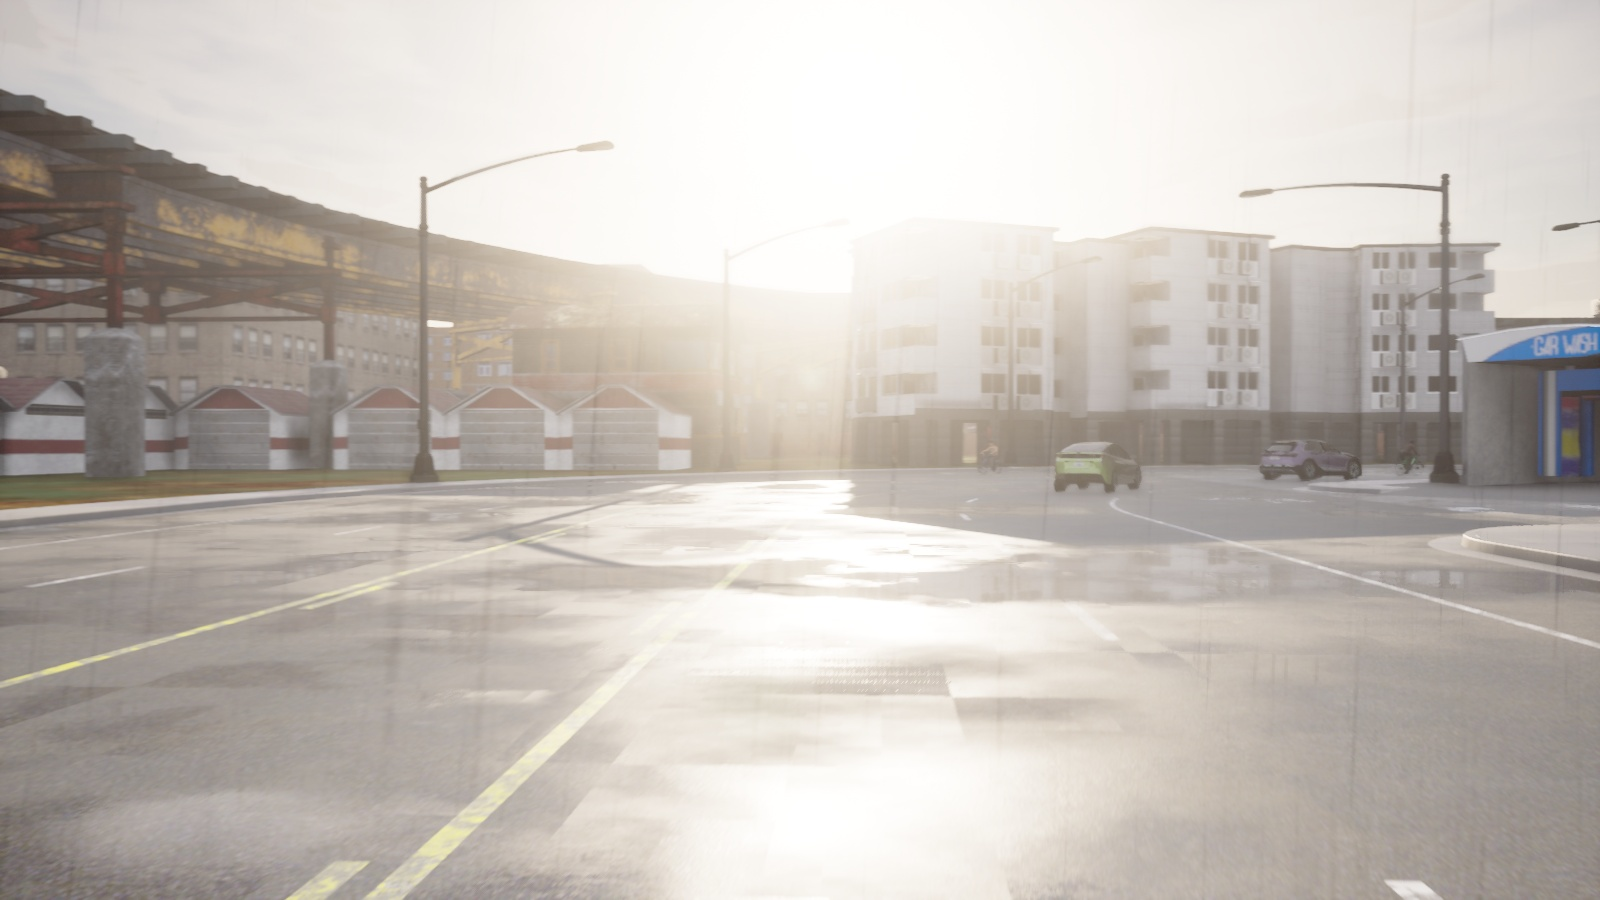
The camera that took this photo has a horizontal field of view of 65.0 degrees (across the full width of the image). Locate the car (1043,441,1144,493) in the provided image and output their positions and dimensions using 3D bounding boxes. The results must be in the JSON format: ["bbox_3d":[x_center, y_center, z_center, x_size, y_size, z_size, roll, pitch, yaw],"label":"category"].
[{"bbox_3d":[9.195,0.486,39.083,2.007,1.525,4.514,0,0,28],"label":"car"}]

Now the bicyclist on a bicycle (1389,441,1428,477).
[{"bbox_3d":[27.850,0.415,57.515,1.656,1.620,0.582,0,1,-18],"label":"bicyclist on a bicycle"}]

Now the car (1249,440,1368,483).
[{"bbox_3d":[20.391,0.422,50.308,4.856,1.649,2.033,0,0,-33],"label":"car"}]
